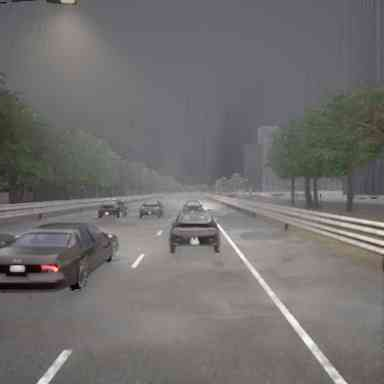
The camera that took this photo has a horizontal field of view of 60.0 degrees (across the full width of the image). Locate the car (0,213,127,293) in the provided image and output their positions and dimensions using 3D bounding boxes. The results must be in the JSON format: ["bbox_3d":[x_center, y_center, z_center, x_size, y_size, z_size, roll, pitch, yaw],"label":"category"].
[{"bbox_3d":[-3.402,1.542,8.996,2.033,1.411,5.357,0,0,0],"label":"car"}]

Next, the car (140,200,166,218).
[{"bbox_3d":[-3.406,1.464,29.273,2.128,1.511,4.902,0,0,0],"label":"car"}]

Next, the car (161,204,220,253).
[{"bbox_3d":[0.097,1.482,13.711,2.128,1.511,4.902,0,0,0],"label":"car"}]

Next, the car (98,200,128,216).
[{"bbox_3d":[-6.906,1.477,29.419,1.837,1.490,4.892,0,0,0],"label":"car"}]

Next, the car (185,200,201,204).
[{"bbox_3d":[0.094,1.497,30.270,1.812,1.442,4.674,0,0,0],"label":"car"}]
